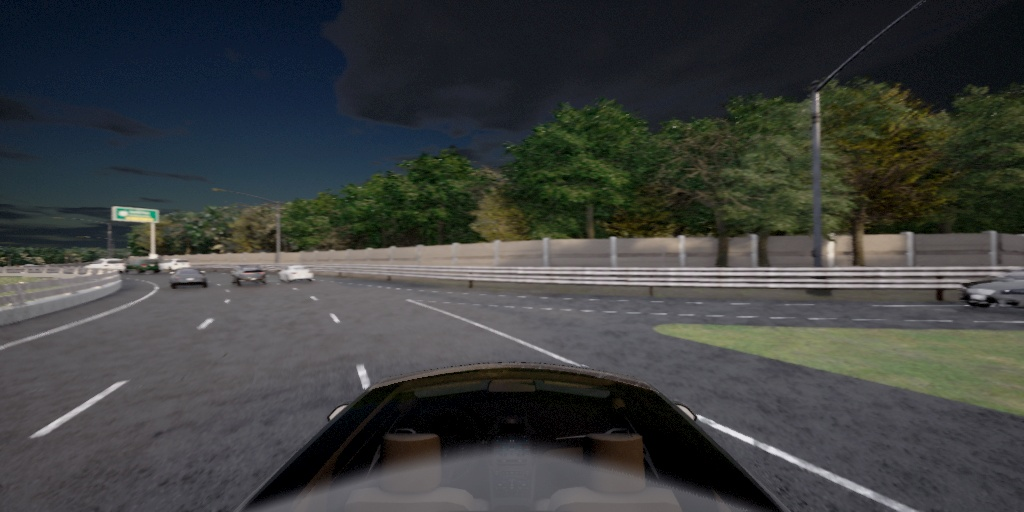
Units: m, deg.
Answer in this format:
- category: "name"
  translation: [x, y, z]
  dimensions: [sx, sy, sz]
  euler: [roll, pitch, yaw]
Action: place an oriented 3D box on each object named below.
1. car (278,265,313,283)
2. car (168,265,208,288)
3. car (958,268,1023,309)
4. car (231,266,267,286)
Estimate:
- category: "car"
  translation: [-19.032, 1.545, 31.555]
  dimensions: [1.812, 1.442, 4.674]
  euler: [0, 0, -44]
- category: "car"
  translation: [-24.223, 1.628, 26.862]
  dimensions: [1.994, 1.385, 4.181]
  euler: [0, 0, -44]
- category: "car"
  translation: [17.904, 1.075, 11.791]
  dimensions: [4.902, 1.511, 2.128]
  euler: [-1, 0, 3]
- category: "car"
  translation: [-20.994, 1.526, 28.566]
  dimensions: [2.128, 1.511, 4.902]
  euler: [0, 0, -43]
